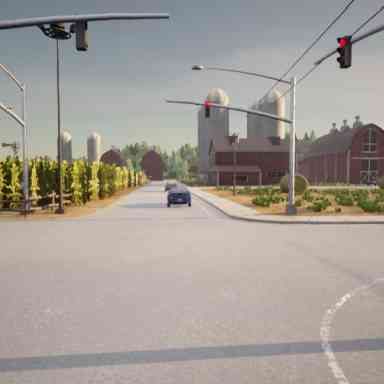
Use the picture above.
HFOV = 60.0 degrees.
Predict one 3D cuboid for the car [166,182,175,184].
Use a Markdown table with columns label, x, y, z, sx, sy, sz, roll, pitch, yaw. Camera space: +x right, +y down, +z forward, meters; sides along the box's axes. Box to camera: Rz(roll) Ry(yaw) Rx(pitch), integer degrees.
| label | x | y | z | sx | sy | sz | roll | pitch | yaw |
| --- | --- | --- | --- | --- | --- | --- | --- | --- | --- |
| car | -3.357 | -0.828 | 52.862 | 2.128 | 1.511 | 4.902 | 0 | 3 | -5 |

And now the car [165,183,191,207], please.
| label | x | y | z | sx | sy | sz | roll | pitch | yaw |
| --- | --- | --- | --- | --- | --- | --- | --- | --- | --- |
| car | -1.120 | 0.338 | 27.632 | 1.882 | 1.535 | 5.008 | 0 | 3 | -5 |

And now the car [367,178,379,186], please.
| label | x | y | z | sx | sy | sz | roll | pitch | yaw |
| --- | --- | --- | --- | --- | --- | --- | --- | --- | --- |
| car | 42.346 | -2.354 | 77.565 | 1.905 | 1.878 | 3.866 | 10 | 10 | 41 |
